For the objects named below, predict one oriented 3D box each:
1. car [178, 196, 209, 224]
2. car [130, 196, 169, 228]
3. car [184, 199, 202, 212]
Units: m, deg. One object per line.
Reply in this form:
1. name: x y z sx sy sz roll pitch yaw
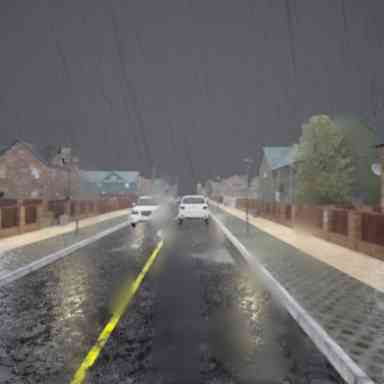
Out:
1. car: 0.110 1.298 25.948 2.150 2.045 5.566 0 0 0
2. car: -2.844 1.288 23.294 2.150 2.045 5.566 0 0 0
3. car: 0.110 1.631 42.452 2.128 1.511 4.902 0 0 0
